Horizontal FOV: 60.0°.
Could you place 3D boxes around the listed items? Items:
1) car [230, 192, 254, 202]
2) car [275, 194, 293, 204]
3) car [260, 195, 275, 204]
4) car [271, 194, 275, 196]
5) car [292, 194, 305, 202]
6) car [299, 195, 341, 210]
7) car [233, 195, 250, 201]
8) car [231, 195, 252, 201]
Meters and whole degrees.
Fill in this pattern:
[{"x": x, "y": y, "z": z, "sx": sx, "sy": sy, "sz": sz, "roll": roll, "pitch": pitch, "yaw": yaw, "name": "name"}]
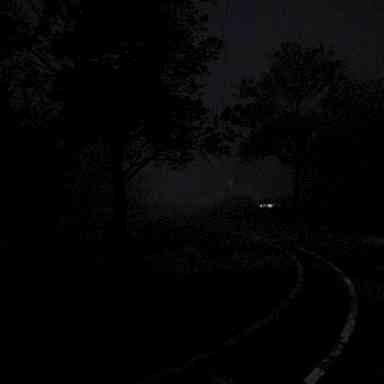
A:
[{"x": 11.501, "y": 1.268, "z": 77.080, "sx": 5.566, "sy": 2.045, "sz": 2.435, "roll": 0, "pitch": 0, "yaw": 8, "name": "car"}, {"x": 17.178, "y": 1.578, "z": 62.565, "sx": 1.812, "sy": 1.442, "sz": 4.674, "roll": 0, "pitch": 0, "yaw": 9, "name": "car"}, {"x": 13.800, "y": 1.642, "z": 62.116, "sx": 1.895, "sy": 1.301, "sz": 4.718, "roll": 0, "pitch": 0, "yaw": 8, "name": "car"}, {"x": 18.347, "y": 1.613, "z": 70.741, "sx": 1.994, "sy": 1.385, "sz": 4.181, "roll": 0, "pitch": 0, "yaw": 8, "name": "car"}, {"x": 23.510, "y": 1.483, "z": 72.551, "sx": 4.553, "sy": 1.767, "sz": 2.185, "roll": 0, "pitch": 1, "yaw": 8, "name": "car"}, {"x": 16.646, "y": 1.441, "z": 42.599, "sx": 2.128, "sy": 1.511, "sz": 4.902, "roll": 0, "pitch": 0, "yaw": -28, "name": "car"}, {"x": 13.574, "y": 1.585, "z": 91.055, "sx": 4.674, "sy": 1.452, "sz": 2.002, "roll": 0, "pitch": 0, "yaw": 8, "name": "car"}, {"x": 12.340, "y": 1.533, "z": 82.669, "sx": 5.008, "sy": 1.535, "sz": 2.097, "roll": 0, "pitch": 0, "yaw": 8, "name": "car"}]
